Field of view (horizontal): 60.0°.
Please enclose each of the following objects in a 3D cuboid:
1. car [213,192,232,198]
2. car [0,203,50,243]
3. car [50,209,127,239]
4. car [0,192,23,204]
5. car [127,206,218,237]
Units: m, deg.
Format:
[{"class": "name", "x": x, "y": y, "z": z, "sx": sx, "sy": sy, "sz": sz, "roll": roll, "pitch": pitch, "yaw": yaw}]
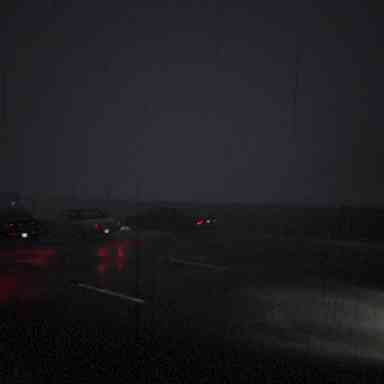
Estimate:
[{"class": "car", "x": 7.168, "y": 0.959, "z": 78.163, "sx": 4.605, "sy": 1.855, "sz": 1.932, "roll": 0, "pitch": 0, "yaw": 36}, {"class": "car", "x": -8.487, "y": 1.408, "z": 14.353, "sx": 4.892, "sy": 1.490, "sz": 1.837, "roll": 0, "pitch": 0, "yaw": 36}, {"class": "car", "x": -5.750, "y": 1.510, "z": 16.699, "sx": 4.718, "sy": 1.301, "sz": 1.895, "roll": 0, "pitch": 0, "yaw": 36}, {"class": "car", "x": -16.904, "y": 1.026, "z": 28.962, "sx": 5.566, "sy": 2.045, "sz": 2.150, "roll": 0, "pitch": 0, "yaw": 36}, {"class": "car", "x": -1.241, "y": 1.476, "z": 17.779, "sx": 5.357, "sy": 1.411, "sz": 2.033, "roll": 0, "pitch": 0, "yaw": 36}]
